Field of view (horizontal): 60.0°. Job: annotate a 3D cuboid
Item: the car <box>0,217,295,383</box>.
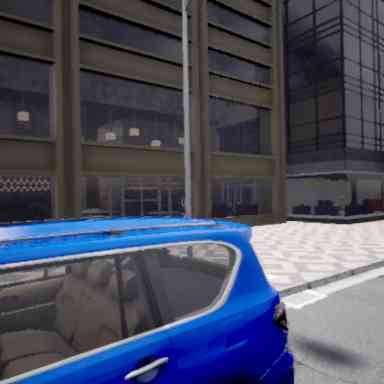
[{"bbox_3d":[-1.688,1.283,2.124,5.566,2.045,2.150,-1,-1,-37],"label":"car"}]
